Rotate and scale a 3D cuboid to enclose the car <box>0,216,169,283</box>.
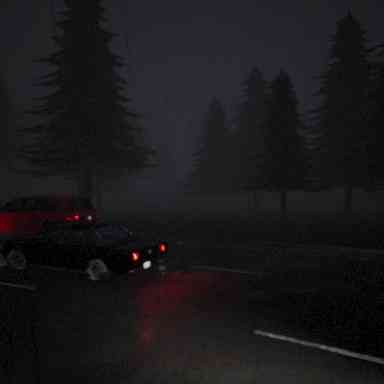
[{"bbox_3d":[-3.128,1.558,9.387,4.718,1.301,1.895,0,0,26],"label":"car"}]

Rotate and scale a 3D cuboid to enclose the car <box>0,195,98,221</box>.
[{"bbox_3d":[-6.795,1.168,14.543,5.566,2.045,2.150,0,0,17],"label":"car"}]
